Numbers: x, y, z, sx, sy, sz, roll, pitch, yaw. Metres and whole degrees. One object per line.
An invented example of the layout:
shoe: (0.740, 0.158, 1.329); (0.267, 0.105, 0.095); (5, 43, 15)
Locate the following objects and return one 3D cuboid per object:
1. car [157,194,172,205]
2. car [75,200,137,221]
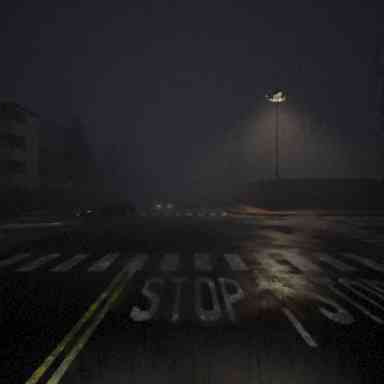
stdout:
car: (-4.148, 1.052, 50.716); (1.882, 1.535, 5.008); (0, 1, 0)
car: (-6.543, 1.357, 25.731); (2.128, 1.511, 4.902); (2, 2, 41)
